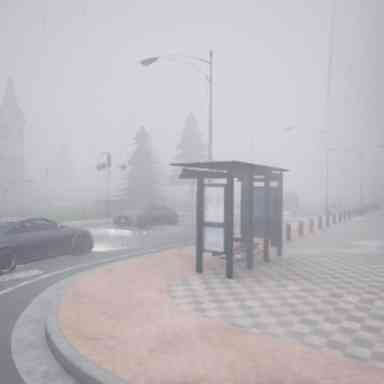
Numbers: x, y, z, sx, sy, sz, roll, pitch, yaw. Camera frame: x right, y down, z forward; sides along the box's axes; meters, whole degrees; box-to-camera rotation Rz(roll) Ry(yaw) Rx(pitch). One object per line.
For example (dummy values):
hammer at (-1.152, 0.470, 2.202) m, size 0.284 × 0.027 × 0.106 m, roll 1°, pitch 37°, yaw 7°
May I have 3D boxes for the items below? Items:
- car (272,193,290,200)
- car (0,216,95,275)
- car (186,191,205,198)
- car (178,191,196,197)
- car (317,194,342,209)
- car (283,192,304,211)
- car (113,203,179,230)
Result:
car at (20.566, 1.043, 76.876) m, size 3.633 × 1.501 × 1.845 m, roll 1°, pitch 0°, yaw 35°
car at (-4.995, 1.431, 10.220) m, size 1.994 × 1.385 × 4.181 m, roll 0°, pitch 0°, yaw 26°
car at (1.020, 0.688, 94.429) m, size 5.027 × 1.636 × 2.152 m, roll 1°, pitch 0°, yaw 35°
car at (-0.741, 0.698, 91.832) m, size 4.514 × 1.523 × 2.007 m, roll 1°, pitch 0°, yaw 35°
car at (17.889, 1.390, 42.712) m, size 1.812 × 1.442 × 4.674 m, roll 1°, pitch 0°, yaw 35°
car at (11.032, 1.043, 39.284) m, size 2.150 × 2.045 × 5.566 m, roll 1°, pitch 0°, yaw 35°
car at (-2.656, 1.385, 19.856) m, size 1.994 × 1.385 × 4.181 m, roll 1°, pitch 1°, yaw 35°
